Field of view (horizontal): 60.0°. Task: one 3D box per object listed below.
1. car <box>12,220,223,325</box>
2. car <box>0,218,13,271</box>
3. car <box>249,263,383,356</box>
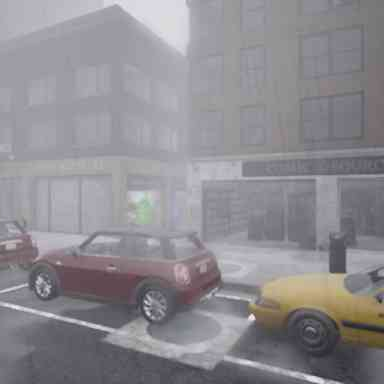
[{"bbox_3d":[-1.515,1.441,7.039,4.097,1.590,1.967,0,0,27],"label":"car"},{"bbox_3d":[-6.436,1.440,9.548,4.097,1.590,1.967,0,0,27],"label":"car"},{"bbox_3d":[3.254,1.527,4.606,4.829,1.417,1.752,0,0,27],"label":"car"}]
